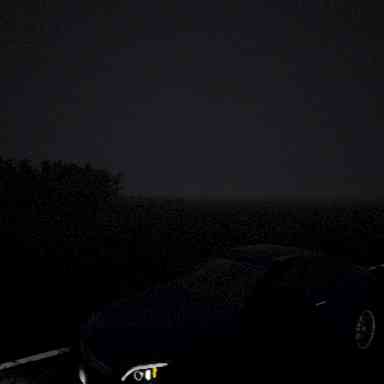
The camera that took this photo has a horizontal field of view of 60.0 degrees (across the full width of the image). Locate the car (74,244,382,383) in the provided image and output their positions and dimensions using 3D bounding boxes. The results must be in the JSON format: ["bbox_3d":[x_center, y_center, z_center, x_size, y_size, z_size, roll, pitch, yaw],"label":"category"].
[{"bbox_3d":[0.839,1.527,4.590,4.674,1.442,1.812,0,0,-36],"label":"car"}]
